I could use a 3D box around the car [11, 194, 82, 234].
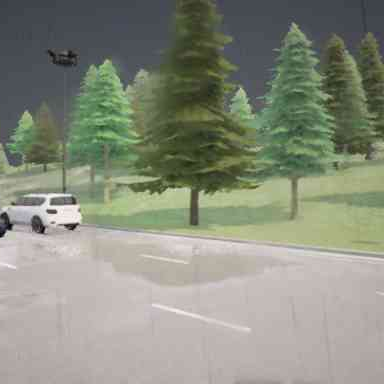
[{"bbox_3d":[-8.542,1.131,18.685,5.566,2.045,2.150,0,0,36],"label":"car"}]

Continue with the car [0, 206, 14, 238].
[{"bbox_3d":[-10.722,1.472,15.942,4.181,1.385,1.994,0,0,36],"label":"car"}]
